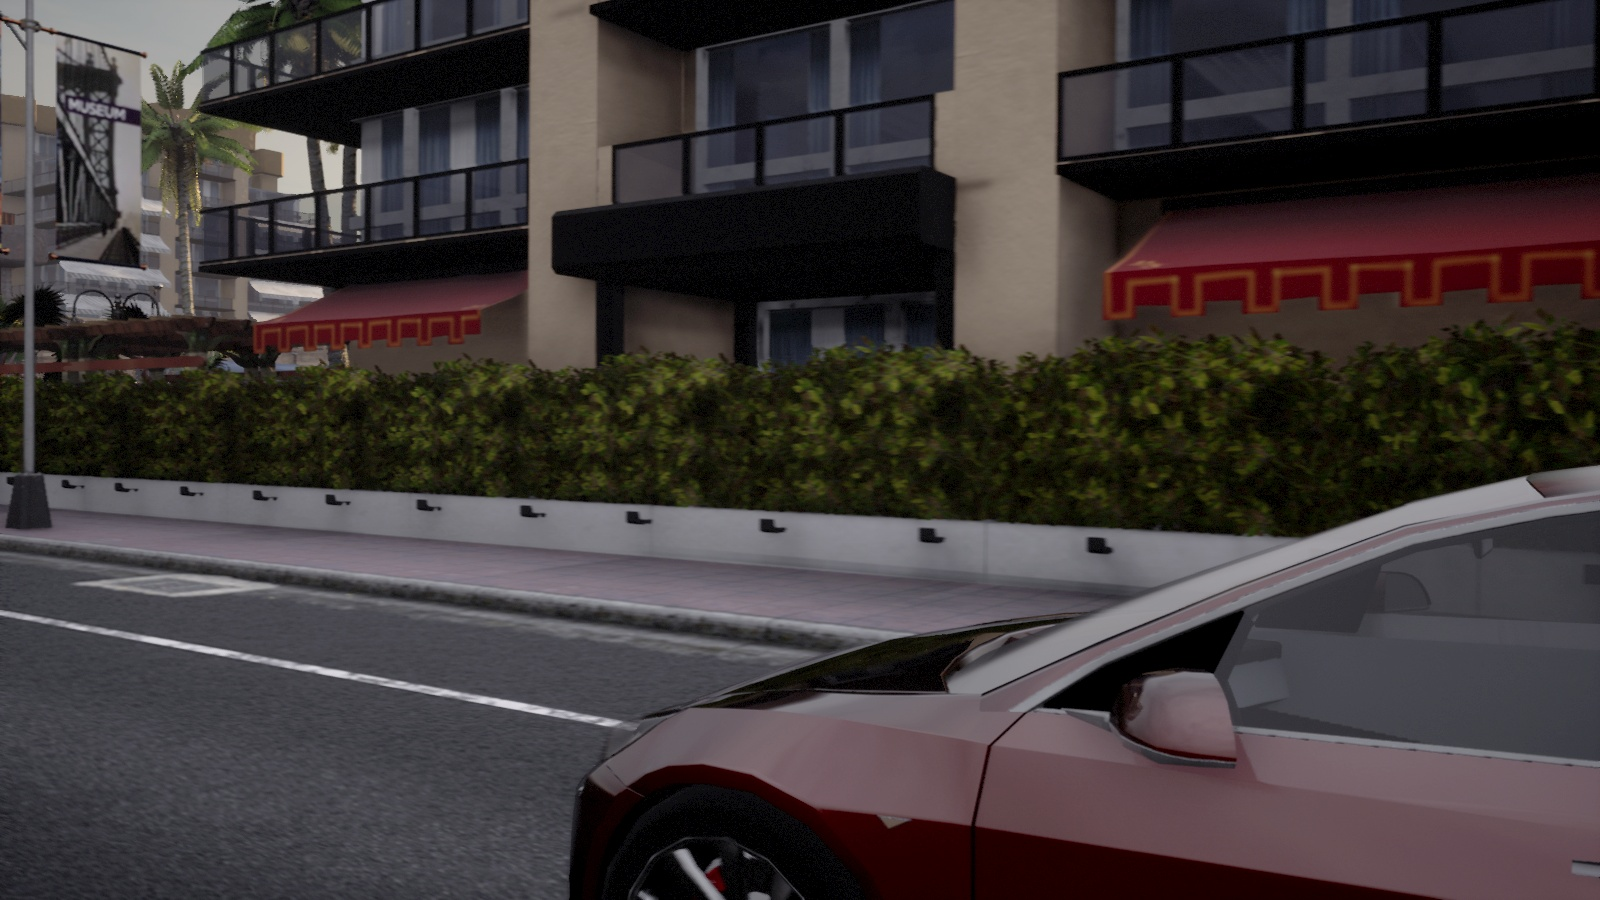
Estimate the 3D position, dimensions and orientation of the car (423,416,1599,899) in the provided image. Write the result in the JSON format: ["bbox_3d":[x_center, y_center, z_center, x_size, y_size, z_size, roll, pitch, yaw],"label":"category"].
[{"bbox_3d":[1.733,0.682,2.472,4.792,1.488,2.163,0,1,34],"label":"car"}]
